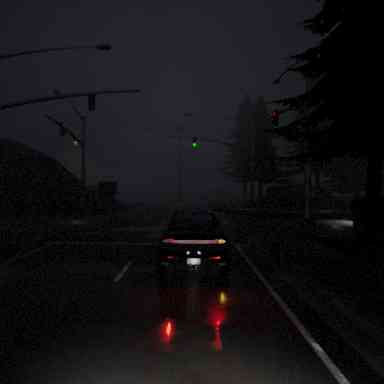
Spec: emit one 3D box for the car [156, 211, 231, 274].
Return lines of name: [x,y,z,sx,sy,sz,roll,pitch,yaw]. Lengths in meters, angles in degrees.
car: [0.053,1.312,9.935,2.128,1.511,4.902,1,1,0]
